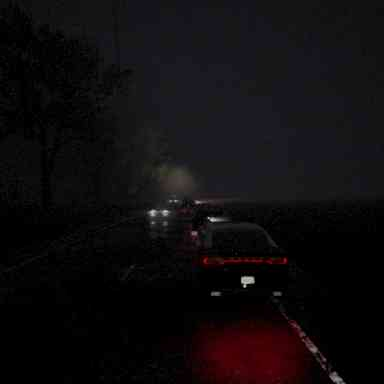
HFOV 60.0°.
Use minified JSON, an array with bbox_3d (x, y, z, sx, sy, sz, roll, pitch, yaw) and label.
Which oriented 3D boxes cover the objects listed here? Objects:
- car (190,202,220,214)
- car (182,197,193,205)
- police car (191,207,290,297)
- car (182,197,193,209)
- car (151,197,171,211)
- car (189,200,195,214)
[{"bbox_3d":[0.942,1.511,18.631,1.837,1.490,4.892,0,0,-1],"label":"car"},{"bbox_3d":[-0.820,1.613,61.895,1.994,1.385,4.181,0,0,-1],"label":"car"},{"bbox_3d":[1.015,1.426,8.732,1.930,1.638,5.238,0,0,0],"label":"police car"},{"bbox_3d":[-0.478,1.631,46.929,1.895,1.301,4.718,0,0,-1],"label":"car"},{"bbox_3d":[-4.017,1.551,41.717,1.812,1.442,4.674,0,0,-1],"label":"car"},{"bbox_3d":[0.881,1.535,24.637,1.812,1.442,4.674,0,0,-1],"label":"car"}]
